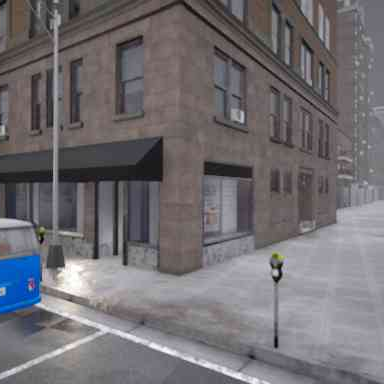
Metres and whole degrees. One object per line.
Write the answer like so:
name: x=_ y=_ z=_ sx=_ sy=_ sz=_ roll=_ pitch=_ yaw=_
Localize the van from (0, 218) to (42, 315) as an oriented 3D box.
van: x=-4.541 y=1.328 z=6.240 sx=3.998 sy=1.788 sz=1.690 roll=0 pitch=0 yaw=35
